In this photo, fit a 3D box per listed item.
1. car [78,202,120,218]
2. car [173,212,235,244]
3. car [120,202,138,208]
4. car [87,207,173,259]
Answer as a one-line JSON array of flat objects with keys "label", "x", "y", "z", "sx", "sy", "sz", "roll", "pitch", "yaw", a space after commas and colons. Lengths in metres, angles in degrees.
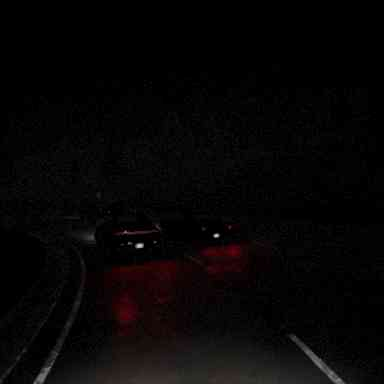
[{"label": "car", "x": -9.807, "y": 1.884, "z": 33.916, "sx": 4.674, "sy": 1.442, "sz": 1.812, "roll": -2, "pitch": 0, "yaw": 42}, {"label": "car", "x": 0.033, "y": 1.609, "z": 16.220, "sx": 1.895, "sy": 1.301, "sz": 4.718, "roll": -2, "pitch": 0, "yaw": -27}, {"label": "car", "x": -7.784, "y": 1.816, "z": 36.791, "sx": 4.674, "sy": 1.442, "sz": 1.812, "roll": -2, "pitch": 0, "yaw": 41}, {"label": "car", "x": -2.691, "y": 1.593, "z": 13.231, "sx": 2.128, "sy": 1.511, "sz": 4.902, "roll": -1, "pitch": 0, "yaw": -23}]
